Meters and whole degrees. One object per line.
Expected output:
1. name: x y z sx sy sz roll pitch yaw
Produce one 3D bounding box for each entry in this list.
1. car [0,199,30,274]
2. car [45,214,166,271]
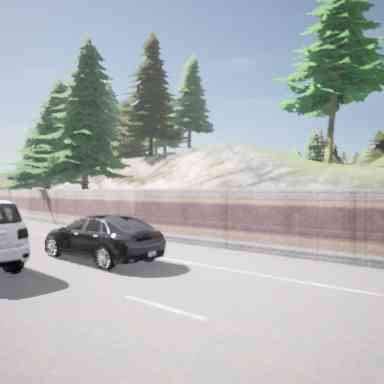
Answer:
1. car: -6.688 1.198 9.455 5.566 2.045 2.150 0 0 40
2. car: -3.001 1.499 10.959 4.892 1.490 1.837 0 0 39
